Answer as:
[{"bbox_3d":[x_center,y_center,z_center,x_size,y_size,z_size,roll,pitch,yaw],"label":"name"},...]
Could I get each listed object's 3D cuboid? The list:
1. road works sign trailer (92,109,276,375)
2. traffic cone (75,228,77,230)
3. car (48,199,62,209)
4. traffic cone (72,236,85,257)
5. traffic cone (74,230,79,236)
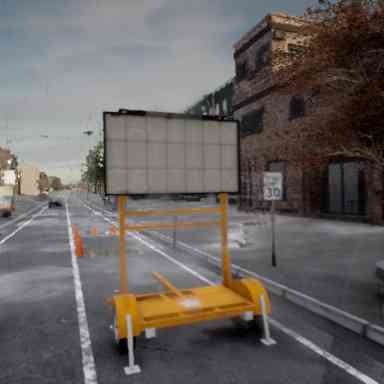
[{"bbox_3d":[-0.332,0.448,5.791,2.380,3.560,2.880,-1,0,-21],"label":"road works sign trailer"},{"bbox_3d":[-5.440,1.997,15.607,0.340,0.580,0.340,-1,0,-21],"label":"traffic cone"},{"bbox_3d":[-20.161,1.710,49.120,1.895,1.301,4.718,-1,1,-21],"label":"car"},{"bbox_3d":[-4.006,1.984,11.873,0.340,0.580,0.340,-1,0,-21],"label":"traffic cone"},{"bbox_3d":[-4.723,1.990,13.740,0.340,0.580,0.340,-1,0,-21],"label":"traffic cone"}]
